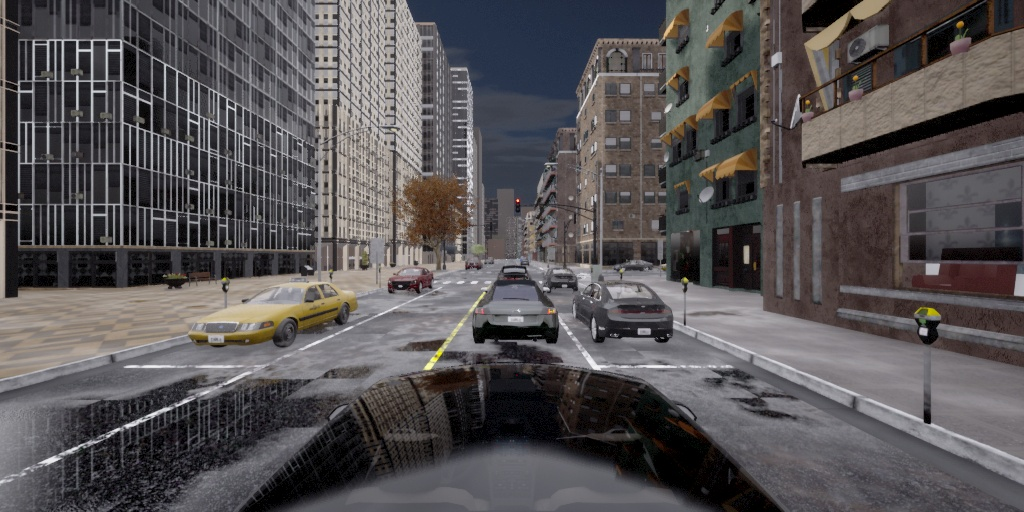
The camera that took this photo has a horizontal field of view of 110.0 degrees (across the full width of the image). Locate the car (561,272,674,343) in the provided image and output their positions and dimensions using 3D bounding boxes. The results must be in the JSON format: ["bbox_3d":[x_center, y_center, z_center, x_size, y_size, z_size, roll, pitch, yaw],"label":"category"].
[{"bbox_3d":[2.690,1.301,9.473,2.007,1.370,4.403,0,0,0],"label":"car"}]

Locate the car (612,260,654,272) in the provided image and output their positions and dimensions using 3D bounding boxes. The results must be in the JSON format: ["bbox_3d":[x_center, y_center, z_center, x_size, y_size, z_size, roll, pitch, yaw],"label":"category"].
[{"bbox_3d":[13.440,1.108,39.954,4.403,1.370,2.007,0,0,-1],"label":"car"}]

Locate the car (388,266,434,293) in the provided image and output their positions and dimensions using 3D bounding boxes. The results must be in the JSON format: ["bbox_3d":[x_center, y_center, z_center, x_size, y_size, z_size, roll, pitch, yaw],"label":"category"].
[{"bbox_3d":[-5.689,1.299,20.540,1.888,1.381,4.507,0,0,0],"label":"car"}]

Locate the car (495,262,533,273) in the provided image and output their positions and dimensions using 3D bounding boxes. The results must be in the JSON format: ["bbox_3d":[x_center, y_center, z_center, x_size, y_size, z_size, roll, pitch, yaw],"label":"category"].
[{"bbox_3d":[0.107,1.259,19.670,1.837,1.490,4.892,0,0,-1],"label":"car"}]

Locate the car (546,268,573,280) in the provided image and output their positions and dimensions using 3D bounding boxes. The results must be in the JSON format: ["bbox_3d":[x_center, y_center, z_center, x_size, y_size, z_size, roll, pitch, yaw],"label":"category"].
[{"bbox_3d":[2.691,1.305,20.539,2.007,1.370,4.403,0,0,0],"label":"car"}]

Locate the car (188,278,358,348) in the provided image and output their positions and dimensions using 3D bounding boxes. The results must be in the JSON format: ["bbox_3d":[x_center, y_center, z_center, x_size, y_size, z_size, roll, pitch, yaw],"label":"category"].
[{"bbox_3d":[-5.690,1.276,9.305,1.751,1.417,4.829,0,0,0],"label":"car"}]

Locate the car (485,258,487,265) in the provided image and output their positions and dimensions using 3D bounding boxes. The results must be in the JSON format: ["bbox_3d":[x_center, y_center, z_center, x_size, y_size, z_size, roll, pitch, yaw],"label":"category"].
[{"bbox_3d":[-5.684,1.356,58.451,1.948,1.339,4.313,0,0,0],"label":"car"}]

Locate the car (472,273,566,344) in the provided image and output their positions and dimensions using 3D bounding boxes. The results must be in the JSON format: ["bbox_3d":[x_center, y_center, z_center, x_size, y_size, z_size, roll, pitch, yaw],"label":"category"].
[{"bbox_3d":[0.088,1.315,9.621,1.994,1.385,4.181,0,0,0],"label":"car"}]

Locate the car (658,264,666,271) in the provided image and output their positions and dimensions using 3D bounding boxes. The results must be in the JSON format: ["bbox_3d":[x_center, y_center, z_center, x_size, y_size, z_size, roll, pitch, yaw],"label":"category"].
[{"bbox_3d":[18.837,1.006,40.008,4.829,1.417,1.751,0,0,-1],"label":"car"}]

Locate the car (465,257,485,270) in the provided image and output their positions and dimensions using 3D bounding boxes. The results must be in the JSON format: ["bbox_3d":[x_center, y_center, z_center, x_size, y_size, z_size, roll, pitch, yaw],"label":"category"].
[{"bbox_3d":[-5.685,1.098,52.928,2.192,1.841,5.009,0,0,0],"label":"car"}]
